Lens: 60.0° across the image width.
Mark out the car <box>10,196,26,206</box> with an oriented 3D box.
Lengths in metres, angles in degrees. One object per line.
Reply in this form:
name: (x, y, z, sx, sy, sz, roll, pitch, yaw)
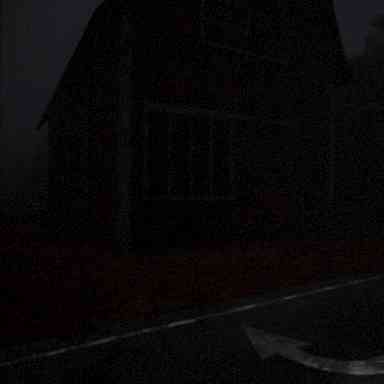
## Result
car: (-26.027, 1.306, 49.749, 1.994, 1.381, 4.181, 1, 0, -29)
